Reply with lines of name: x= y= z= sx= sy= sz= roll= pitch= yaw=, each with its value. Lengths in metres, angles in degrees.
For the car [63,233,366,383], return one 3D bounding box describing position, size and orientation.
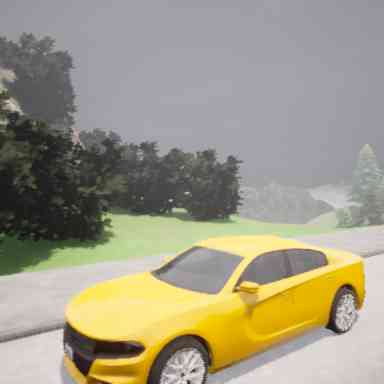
car: x=0.683 y=1.455 z=5.101 sx=5.008 sy=1.535 sz=1.882 roll=0 pitch=0 yaw=-36
